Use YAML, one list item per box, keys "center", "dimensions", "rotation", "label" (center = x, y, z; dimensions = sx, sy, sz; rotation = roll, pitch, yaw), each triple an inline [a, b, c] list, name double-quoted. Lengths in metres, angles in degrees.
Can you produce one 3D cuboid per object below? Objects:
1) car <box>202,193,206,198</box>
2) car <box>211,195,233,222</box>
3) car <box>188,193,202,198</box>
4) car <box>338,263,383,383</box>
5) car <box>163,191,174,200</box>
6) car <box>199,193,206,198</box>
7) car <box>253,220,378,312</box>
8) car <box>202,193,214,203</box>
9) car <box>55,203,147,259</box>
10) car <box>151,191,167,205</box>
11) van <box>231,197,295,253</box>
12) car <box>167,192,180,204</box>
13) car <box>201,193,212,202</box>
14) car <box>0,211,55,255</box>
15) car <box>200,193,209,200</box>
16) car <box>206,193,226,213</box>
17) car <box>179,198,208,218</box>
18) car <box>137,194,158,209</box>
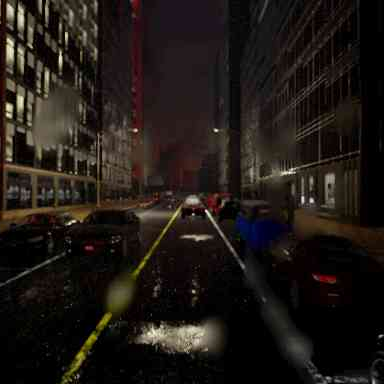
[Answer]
- center: [2.728, 1.044, 40.744]
  dimensions: [2.192, 1.841, 5.009]
  rotation: [1, 0, 0]
  label: "car"
- center: [2.718, 1.279, 24.013]
  dimensions: [1.967, 1.590, 4.097]
  rotation: [1, 0, 0]
  label: "car"
- center: [0.108, 1.227, 44.806]
  dimensions: [1.812, 1.442, 4.674]
  rotation: [0, 0, 0]
  label: "car"
- center: [2.705, 1.554, 1.706]
  dimensions: [1.947, 1.339, 4.313]
  rotation: [1, 0, 0]
  label: "car"
- center: [-5.602, 0.790, 79.673]
  dimensions: [2.192, 1.841, 5.009]
  rotation: [1, 0, 0]
  label: "car"
- center: [2.747, 0.928, 91.110]
  dimensions: [1.752, 1.417, 4.829]
  rotation: [1, 0, 0]
  label: "car"
- center: [2.707, 1.533, 7.283]
  dimensions: [1.802, 1.307, 4.206]
  rotation: [1, 0, 0]
  label: "car"
- center: [2.733, 1.059, 57.476]
  dimensions: [1.967, 1.590, 4.097]
  rotation: [1, 0, 0]
  label: "car"
- center: [-3.094, 1.393, 12.472]
  dimensions: [1.882, 1.535, 5.008]
  rotation: [0, 0, 0]
  label: "car"
- center: [-5.648, 0.971, 51.798]
  dimensions: [2.192, 1.841, 5.009]
  rotation: [1, 0, 0]
  label: "car"
- center: [2.714, 1.254, 12.858]
  dimensions: [1.690, 1.788, 3.998]
  rotation: [1, 0, 0]
  label: "van"
- center: [-3.042, 1.127, 54.878]
  dimensions: [2.128, 1.511, 4.902]
  rotation: [0, 0, 0]
  label: "car"
- center: [2.735, 1.023, 63.053]
  dimensions: [1.967, 1.590, 4.097]
  rotation: [1, 0, 0]
  label: "car"
- center: [-5.670, 1.464, 12.774]
  dimensions: [2.008, 1.369, 4.403]
  rotation: [1, 0, 0]
  label: "car"
- center: [2.739, 1.035, 74.378]
  dimensions: [1.752, 1.417, 4.829]
  rotation: [1, 0, 0]
  label: "car"
- center: [2.722, 1.117, 29.590]
  dimensions: [2.192, 1.841, 5.009]
  rotation: [1, 0, 0]
  label: "car"
- center: [0.113, 1.415, 27.737]
  dimensions: [1.895, 1.301, 4.718]
  rotation: [0, 0, 0]
  label: "car"
- center: [-5.658, 1.311, 40.650]
  dimensions: [1.802, 1.307, 4.206]
  rotation: [1, 0, 0]
  label: "car"
